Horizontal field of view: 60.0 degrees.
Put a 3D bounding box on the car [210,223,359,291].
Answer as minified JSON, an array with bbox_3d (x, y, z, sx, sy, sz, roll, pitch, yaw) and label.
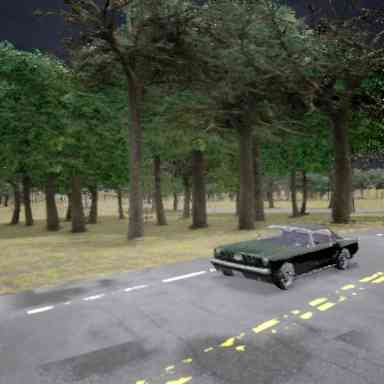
[{"bbox_3d":[2.728,1.593,9.219,4.718,1.301,1.895,0,0,-41],"label":"car"}]
